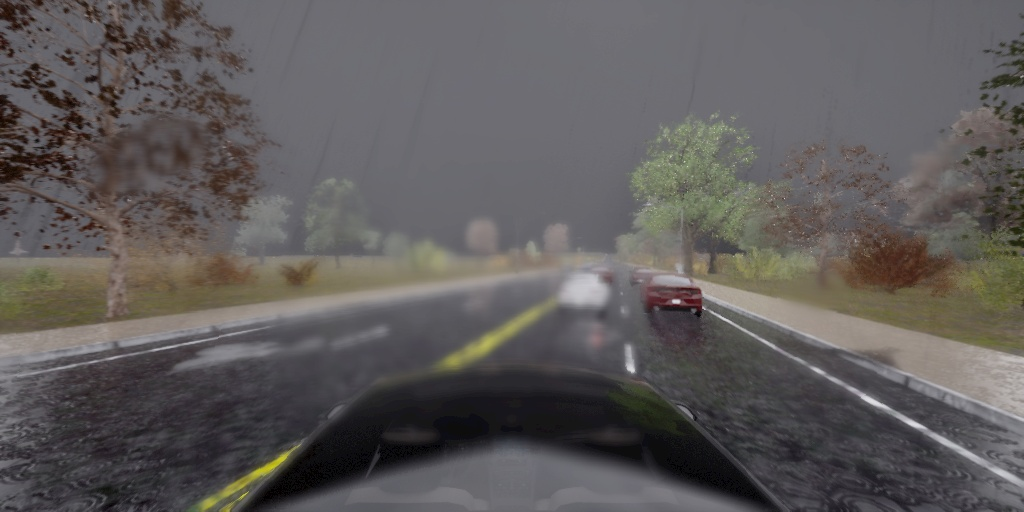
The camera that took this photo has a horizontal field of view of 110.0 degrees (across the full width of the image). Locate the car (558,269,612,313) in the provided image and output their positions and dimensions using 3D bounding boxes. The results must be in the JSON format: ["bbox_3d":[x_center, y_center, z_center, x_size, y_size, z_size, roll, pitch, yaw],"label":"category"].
[{"bbox_3d":[3.118,1.469,15.157,1.812,1.442,4.674,0,0,17],"label":"car"}]

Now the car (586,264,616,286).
[{"bbox_3d":[7.581,1.636,30.070,1.882,1.535,5.008,0,0,17],"label":"car"}]

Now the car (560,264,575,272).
[{"bbox_3d":[9.010,1.986,58.014,2.128,1.511,4.902,0,-1,17],"label":"car"}]

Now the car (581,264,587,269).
[{"bbox_3d":[12.124,1.983,57.079,1.882,1.535,5.008,0,-1,17],"label":"car"}]

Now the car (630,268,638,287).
[{"bbox_3d":[10.562,1.689,28.708,1.812,1.442,4.674,0,0,17],"label":"car"}]

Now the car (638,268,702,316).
[{"bbox_3d":[6.388,1.440,14.736,1.882,1.535,5.008,0,0,17],"label":"car"}]
